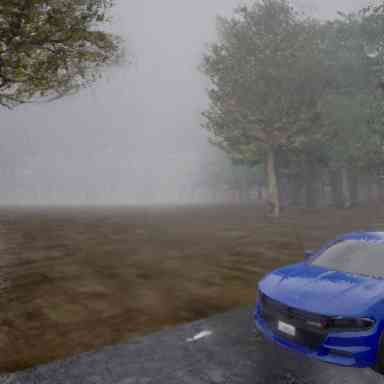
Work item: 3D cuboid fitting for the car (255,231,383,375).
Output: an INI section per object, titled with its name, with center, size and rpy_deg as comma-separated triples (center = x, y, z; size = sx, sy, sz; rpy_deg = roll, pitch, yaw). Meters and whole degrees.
[car]
center = 3.237, 1.453, 5.688
size = 5.008, 1.535, 1.882
rpy_deg = 0, 0, -36
